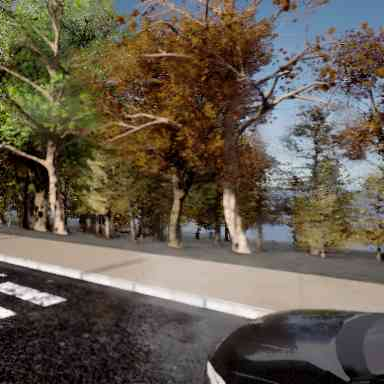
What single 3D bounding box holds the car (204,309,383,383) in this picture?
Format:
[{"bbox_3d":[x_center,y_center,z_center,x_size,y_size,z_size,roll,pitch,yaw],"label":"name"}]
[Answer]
[{"bbox_3d":[2.307,1.485,2.039,4.902,1.511,2.128,-1,0,35],"label":"car"}]
